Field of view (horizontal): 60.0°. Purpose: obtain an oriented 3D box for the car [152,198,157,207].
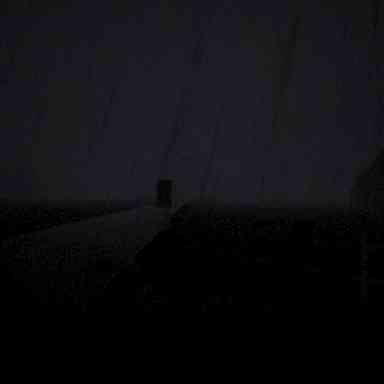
[{"bbox_3d":[-5.198,1.593,53.412,2.033,1.411,5.357,2,0,2],"label":"car"}]
